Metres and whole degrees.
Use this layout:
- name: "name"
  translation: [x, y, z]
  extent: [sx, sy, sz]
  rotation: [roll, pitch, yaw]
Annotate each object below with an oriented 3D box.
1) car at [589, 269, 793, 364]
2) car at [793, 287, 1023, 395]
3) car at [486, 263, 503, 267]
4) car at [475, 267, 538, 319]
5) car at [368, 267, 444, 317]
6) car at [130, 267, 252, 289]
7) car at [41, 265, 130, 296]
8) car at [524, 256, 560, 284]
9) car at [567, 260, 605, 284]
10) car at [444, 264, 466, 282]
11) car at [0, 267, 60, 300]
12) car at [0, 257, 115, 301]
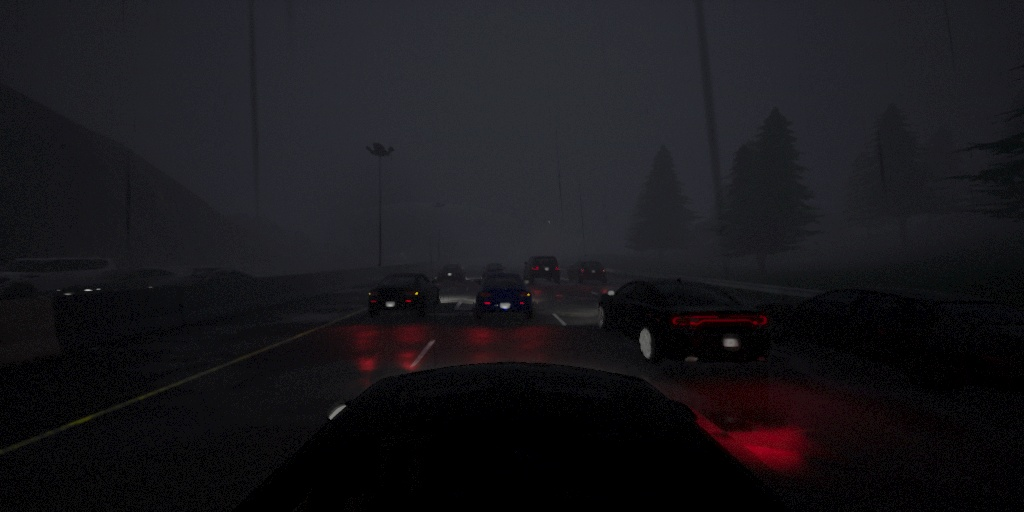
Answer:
- name: "car"
  translation: [3.394, 1.228, 8.169]
  extent: [1.882, 1.535, 5.008]
  rotation: [0, 0, -2]
- name: "car"
  translation: [6.978, 1.285, 6.673]
  extent: [2.033, 1.411, 5.357]
  rotation: [0, 0, -2]
- name: "car"
  translation: [-1.450, 1.325, 29.801]
  extent: [1.812, 1.442, 4.674]
  rotation: [0, 0, -4]
- name: "car"
  translation: [-0.331, 1.295, 12.842]
  extent: [1.812, 1.442, 4.674]
  rotation: [0, 0, -3]
- name: "car"
  translation: [-3.860, 1.306, 13.291]
  extent: [1.812, 1.442, 4.674]
  rotation: [0, 0, -3]
- name: "car"
  translation: [-14.779, 1.309, 17.330]
  extent: [2.128, 1.511, 4.902]
  rotation: [0, 0, -4]
- name: "car"
  translation: [-18.270, 1.332, 17.073]
  extent: [1.837, 1.490, 4.892]
  rotation: [0, 0, -4]
- name: "car"
  translation: [2.231, 1.007, 27.603]
  extent: [2.150, 2.045, 5.566]
  rotation: [0, 0, -4]
- name: "car"
  translation: [5.715, 1.128, 27.889]
  extent: [2.097, 1.767, 4.553]
  rotation: [0, 0, -4]
- name: "car"
  translation: [-4.931, 1.373, 29.595]
  extent: [1.994, 1.385, 4.181]
  rotation: [0, 0, -4]
- name: "car"
  translation: [-25.276, 1.352, 16.948]
  extent: [1.837, 1.490, 4.892]
  rotation: [0, 0, -4]
- name: "car"
  translation: [-21.750, 1.058, 16.714]
  extent: [2.150, 2.045, 5.566]
  rotation: [0, 0, -4]
